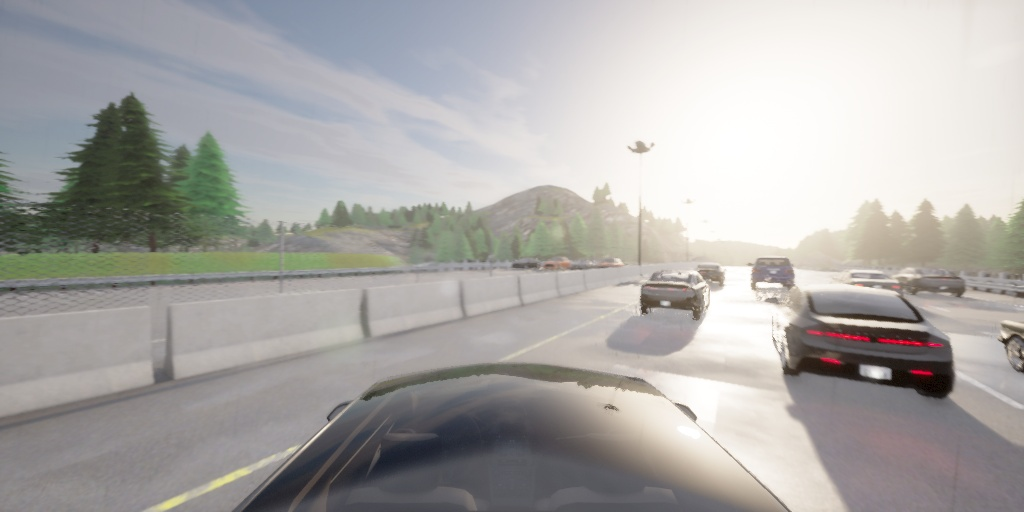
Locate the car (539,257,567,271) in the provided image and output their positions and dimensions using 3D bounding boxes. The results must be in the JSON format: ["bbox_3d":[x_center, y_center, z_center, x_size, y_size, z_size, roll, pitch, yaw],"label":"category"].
[{"bbox_3d":[5.733,0.883,45.321,2.097,1.767,4.553,1,0,33],"label":"car"}]

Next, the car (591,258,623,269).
[{"bbox_3d":[11.054,0.978,40.667,2.097,1.767,4.553,1,0,33],"label":"car"}]

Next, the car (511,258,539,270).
[{"bbox_3d":[1.813,0.956,45.700,1.882,1.535,5.008,1,0,33],"label":"car"}]

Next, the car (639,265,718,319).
[{"bbox_3d":[5.989,1.238,12.979,2.128,1.511,4.902,1,0,33],"label":"car"}]

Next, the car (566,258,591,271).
[{"bbox_3d":[8.595,1.144,43.314,1.994,1.385,4.181,1,0,33],"label":"car"}]

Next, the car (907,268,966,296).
[{"bbox_3d":[22.973,1.403,20.024,2.128,1.511,4.902,1,1,33],"label":"car"}]

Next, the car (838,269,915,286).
[{"bbox_3d":[17.375,1.402,17.816,2.033,1.411,5.357,1,0,33],"label":"car"}]

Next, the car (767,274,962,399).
[{"bbox_3d":[6.164,1.297,6.807,1.837,1.490,4.892,1,1,33],"label":"car"}]

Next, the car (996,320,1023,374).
[{"bbox_3d":[8.911,1.441,4.614,1.895,1.301,4.718,1,0,33],"label":"car"}]

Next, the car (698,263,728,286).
[{"bbox_3d":[14.300,1.266,25.950,1.837,1.490,4.892,1,0,33],"label":"car"}]

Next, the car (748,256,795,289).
[{"bbox_3d":[16.567,1.030,23.000,2.150,2.045,5.566,1,0,33],"label":"car"}]
